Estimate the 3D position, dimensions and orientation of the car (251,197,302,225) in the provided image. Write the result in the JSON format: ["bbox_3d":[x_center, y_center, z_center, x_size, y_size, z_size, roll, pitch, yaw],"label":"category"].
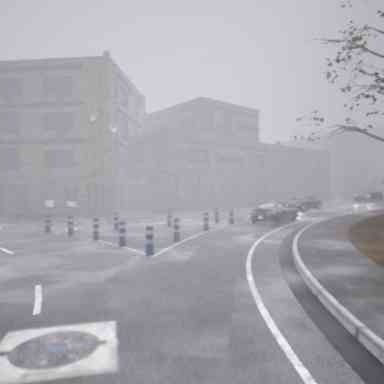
[{"bbox_3d":[5.492,1.317,22.117,1.812,1.442,4.674,-1,1,35],"label":"car"}]

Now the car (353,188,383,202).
[{"bbox_3d":[22.307,0.325,42.161,4.553,1.767,2.097,-5,3,-40],"label":"car"}]

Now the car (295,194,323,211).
[{"bbox_3d":[10.945,1.019,32.568,4.892,1.490,1.837,-3,1,-40],"label":"car"}]
